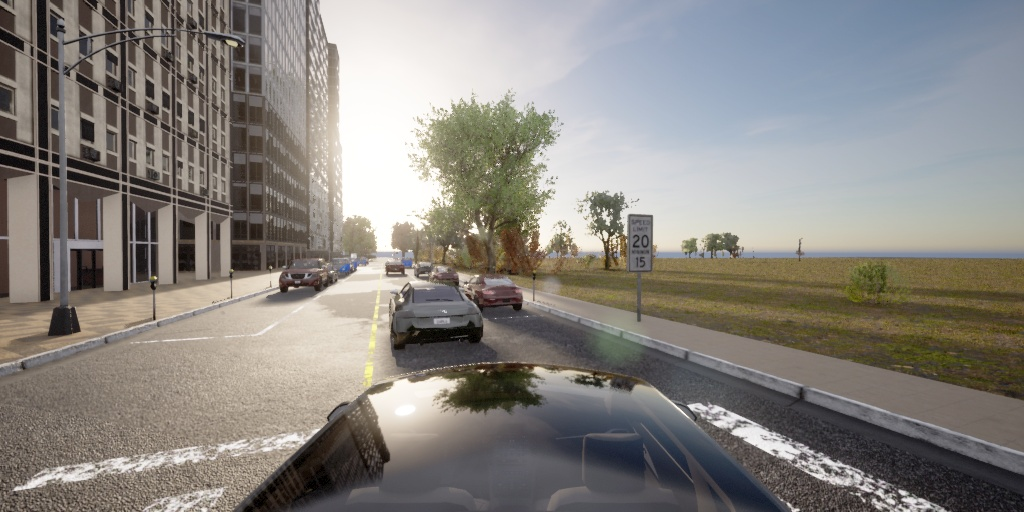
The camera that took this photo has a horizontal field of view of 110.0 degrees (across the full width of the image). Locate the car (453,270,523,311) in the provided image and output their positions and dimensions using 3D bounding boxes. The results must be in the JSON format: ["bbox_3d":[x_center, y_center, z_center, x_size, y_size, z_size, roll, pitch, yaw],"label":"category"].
[{"bbox_3d":[-0.877,1.323,13.799,1.802,1.307,4.207,0,0,-20],"label":"car"}]

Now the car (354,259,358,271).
[{"bbox_3d":[-19.586,1.317,42.272,1.802,1.307,4.207,0,0,-20],"label":"car"}]

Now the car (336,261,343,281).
[{"bbox_3d":[-14.019,1.308,26.589,1.948,1.339,4.313,0,0,-20],"label":"car"}]

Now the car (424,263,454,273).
[{"bbox_3d":[-4.650,1.317,24.222,1.802,1.307,4.207,0,0,-20],"label":"car"}]

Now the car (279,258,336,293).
[{"bbox_3d":[-12.192,1.060,21.351,2.192,1.841,5.009,0,0,-20],"label":"car"}]

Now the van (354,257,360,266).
[{"bbox_3d":[-21.457,1.074,47.495,1.690,1.789,3.998,0,0,-20],"label":"van"}]

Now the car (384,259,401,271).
[{"bbox_3d":[-16.308,1.218,48.914,2.128,1.511,4.902,0,0,-19],"label":"car"}]

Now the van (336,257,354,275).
[{"bbox_3d":[-17.715,1.078,37.050,1.690,1.789,3.998,0,0,-20],"label":"van"}]

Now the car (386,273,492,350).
[{"bbox_3d":[-2.124,1.310,9.287,1.994,1.385,4.181,0,0,-20],"label":"car"}]

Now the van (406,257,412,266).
[{"bbox_3d":[-17.819,1.060,60.705,1.690,1.789,3.998,0,0,-20],"label":"van"}]

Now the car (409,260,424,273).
[{"bbox_3d":[-8.474,1.281,34.623,2.007,1.370,4.403,0,0,-20],"label":"car"}]

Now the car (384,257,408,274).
[{"bbox_3d":[-12.788,1.209,39.230,1.882,1.535,5.008,0,0,-19],"label":"car"}]
